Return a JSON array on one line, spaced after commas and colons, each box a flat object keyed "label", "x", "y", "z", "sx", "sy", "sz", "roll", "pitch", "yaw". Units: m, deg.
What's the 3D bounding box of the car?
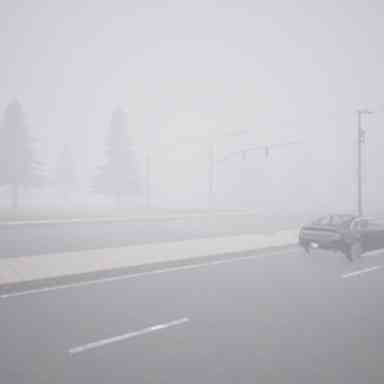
[{"label": "car", "x": 6.072, "y": 1.594, "z": 12.644, "sx": 4.902, "sy": 1.511, "sz": 2.128, "roll": 0, "pitch": -1, "yaw": -36}]
